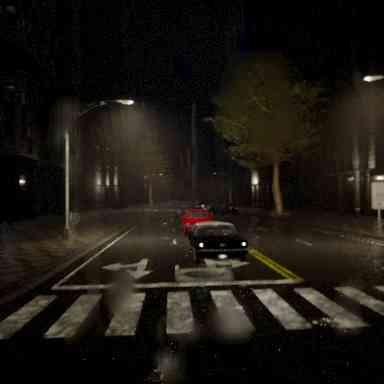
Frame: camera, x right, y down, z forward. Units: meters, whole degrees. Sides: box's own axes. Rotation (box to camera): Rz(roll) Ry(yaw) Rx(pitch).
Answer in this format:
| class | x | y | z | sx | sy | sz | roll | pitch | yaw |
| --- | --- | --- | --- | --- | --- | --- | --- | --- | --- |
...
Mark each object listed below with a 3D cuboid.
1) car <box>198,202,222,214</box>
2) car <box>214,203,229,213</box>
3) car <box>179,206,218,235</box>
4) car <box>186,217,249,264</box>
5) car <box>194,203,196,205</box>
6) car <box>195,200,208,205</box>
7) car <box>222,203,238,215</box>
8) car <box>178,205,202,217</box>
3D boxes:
| class | x | y | z | sx | sy | sz | roll | pitch | yaw |
| --- | --- | --- | --- | --- | --- | --- | --- | --- | --- |
| car | 2.347 | 2.464 | 45.014 | 2.128 | 1.511 | 4.902 | -1 | -1 | -3 |
| car | 4.889 | 2.658 | 55.693 | 1.882 | 1.535 | 5.008 | -1 | -1 | -4 |
| car | 0.335 | 1.977 | 22.560 | 1.882 | 1.535 | 5.008 | -1 | -1 | -4 |
| car | 0.911 | 1.889 | 13.303 | 1.895 | 1.301 | 4.718 | -1 | -1 | -3 |
| car | -0.848 | 2.479 | 42.437 | 1.812 | 1.442 | 4.674 | -1 | -1 | -3 |
| car | 1.666 | 2.428 | 55.111 | 2.150 | 2.045 | 5.566 | -1 | -1 | -4 |
| car | 5.356 | 2.376 | 48.915 | 2.097 | 1.767 | 4.553 | -1 | -1 | -3 |
| car | -0.276 | 2.273 | 32.483 | 2.033 | 1.411 | 5.357 | -1 | -1 | -4 |
